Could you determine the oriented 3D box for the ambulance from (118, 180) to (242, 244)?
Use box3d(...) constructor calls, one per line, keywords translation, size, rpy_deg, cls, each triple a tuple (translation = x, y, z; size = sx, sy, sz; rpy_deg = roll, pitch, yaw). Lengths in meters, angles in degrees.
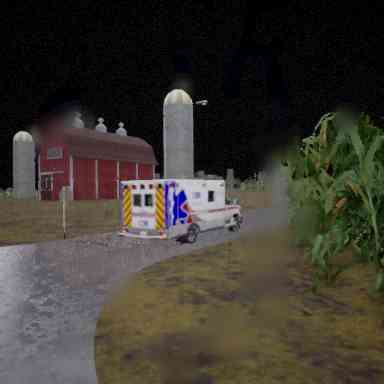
box3d(translation=(-0.077, 0.745, 14.366), size=(2.351, 2.431, 6.366), rpy_deg=(-1, 1, 36), cls="ambulance")
